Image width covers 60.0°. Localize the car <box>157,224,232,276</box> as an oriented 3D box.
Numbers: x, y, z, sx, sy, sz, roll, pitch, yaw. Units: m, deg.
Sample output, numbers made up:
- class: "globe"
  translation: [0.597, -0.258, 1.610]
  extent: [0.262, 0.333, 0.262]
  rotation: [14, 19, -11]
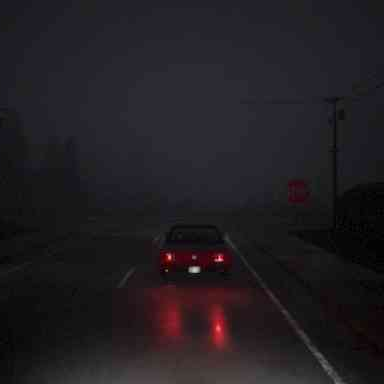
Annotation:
- class: "car"
  translation: [0.072, 1.639, 10.407]
  extent: [1.895, 1.301, 4.718]
  rotation: [0, 0, 0]
